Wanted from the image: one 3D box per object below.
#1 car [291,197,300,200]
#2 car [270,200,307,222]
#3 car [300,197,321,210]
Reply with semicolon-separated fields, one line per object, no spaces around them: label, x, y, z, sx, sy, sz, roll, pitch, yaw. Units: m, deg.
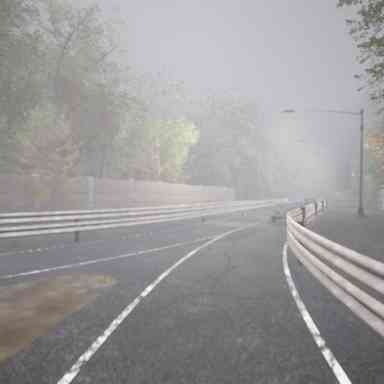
car;18.590;1.712;58.432;1.882;1.535;5.008;1;0;25
car;7.618;1.620;26.644;2.033;1.411;5.357;1;0;25
car;16.712;1.525;46.284;2.097;1.767;4.553;1;0;25
